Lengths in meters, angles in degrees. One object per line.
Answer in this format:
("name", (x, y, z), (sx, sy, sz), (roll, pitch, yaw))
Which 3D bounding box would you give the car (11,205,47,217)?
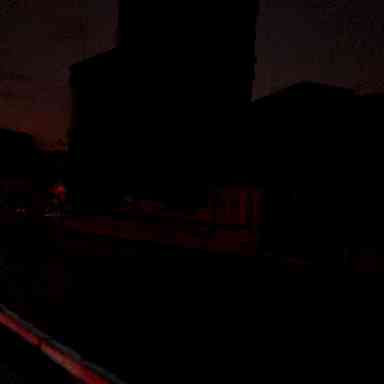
("car", (-19.822, 2.255, 40.639), (2.033, 1.411, 5.357), (4, -2, 3))

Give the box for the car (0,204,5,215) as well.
("car", (-23.340, 1.900, 37.914), (2.128, 1.511, 4.902), (3, -2, 0))

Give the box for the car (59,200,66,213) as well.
("car", (-18.209, 2.341, 52.081), (2.150, 2.045, 5.566), (4, -1, 19))
